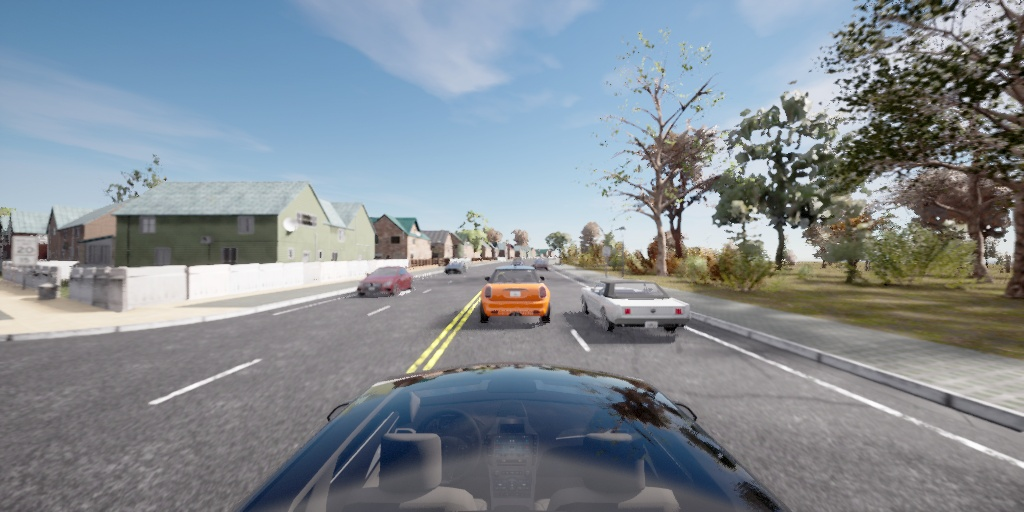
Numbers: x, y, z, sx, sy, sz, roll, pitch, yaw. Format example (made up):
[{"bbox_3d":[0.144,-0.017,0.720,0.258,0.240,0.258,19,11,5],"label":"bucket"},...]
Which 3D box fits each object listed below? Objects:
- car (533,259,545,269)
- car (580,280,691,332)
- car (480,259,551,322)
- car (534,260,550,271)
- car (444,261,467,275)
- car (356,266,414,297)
[{"bbox_3d":[4.398,1.259,59.001,1.812,1.442,4.674,0,0,3],"label":"car"},{"bbox_3d":[3.349,1.353,10.805,1.895,1.301,4.718,0,0,0],"label":"car"},{"bbox_3d":[0.101,1.105,12.360,2.097,1.767,4.553,0,0,0],"label":"car"},{"bbox_3d":[4.028,1.288,49.257,2.033,1.411,5.357,0,0,3],"label":"car"},{"bbox_3d":[-6.186,1.301,39.922,2.033,1.411,5.357,0,0,2],"label":"car"},{"bbox_3d":[-6.562,1.280,19.162,1.812,1.442,4.674,0,0,0],"label":"car"}]
